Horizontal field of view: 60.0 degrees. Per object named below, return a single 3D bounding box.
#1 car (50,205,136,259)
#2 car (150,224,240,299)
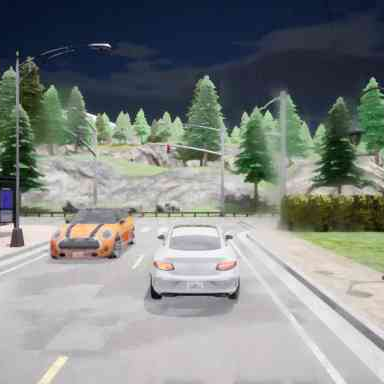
[{"bbox_3d":[-3.482,1.352,12.472,2.097,1.767,4.553,0,0,0],"label":"car"},{"bbox_3d":[0.077,1.526,8.310,1.812,1.442,4.674,0,0,1],"label":"car"}]
